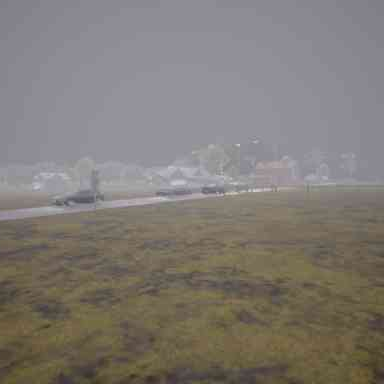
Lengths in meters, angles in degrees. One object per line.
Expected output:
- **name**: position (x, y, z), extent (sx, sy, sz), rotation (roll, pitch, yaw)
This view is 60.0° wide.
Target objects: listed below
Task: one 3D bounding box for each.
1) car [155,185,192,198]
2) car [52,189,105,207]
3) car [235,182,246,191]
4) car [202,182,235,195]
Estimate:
- **car**: position (-2.185, -0.131, 41.005), extent (2.033, 1.411, 5.357), rotation (1, 3, 36)
- **car**: position (-10.172, 0.492, 30.042), extent (1.837, 1.490, 4.892), rotation (1, 3, 36)
- **car**: position (6.946, -0.908, 53.425), extent (2.128, 1.511, 4.902), rotation (1, 3, 36)
- **car**: position (3.214, -0.410, 43.431), extent (1.882, 1.535, 5.008), rotation (1, 3, 36)
